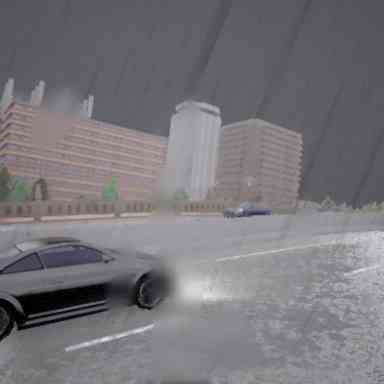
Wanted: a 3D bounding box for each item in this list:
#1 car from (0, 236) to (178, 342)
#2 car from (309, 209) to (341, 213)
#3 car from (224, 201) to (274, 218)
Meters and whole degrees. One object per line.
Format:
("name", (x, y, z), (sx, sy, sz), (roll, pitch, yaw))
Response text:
("car", (-2.342, 1.565, 6.375), (4.181, 1.385, 1.994), (0, 0, -36))
("car", (9.060, 1.826, 23.243), (4.718, 1.301, 1.895), (3, -2, -36))
("car", (4.994, 1.573, 28.942), (4.553, 1.767, 2.097), (3, -2, -35))
